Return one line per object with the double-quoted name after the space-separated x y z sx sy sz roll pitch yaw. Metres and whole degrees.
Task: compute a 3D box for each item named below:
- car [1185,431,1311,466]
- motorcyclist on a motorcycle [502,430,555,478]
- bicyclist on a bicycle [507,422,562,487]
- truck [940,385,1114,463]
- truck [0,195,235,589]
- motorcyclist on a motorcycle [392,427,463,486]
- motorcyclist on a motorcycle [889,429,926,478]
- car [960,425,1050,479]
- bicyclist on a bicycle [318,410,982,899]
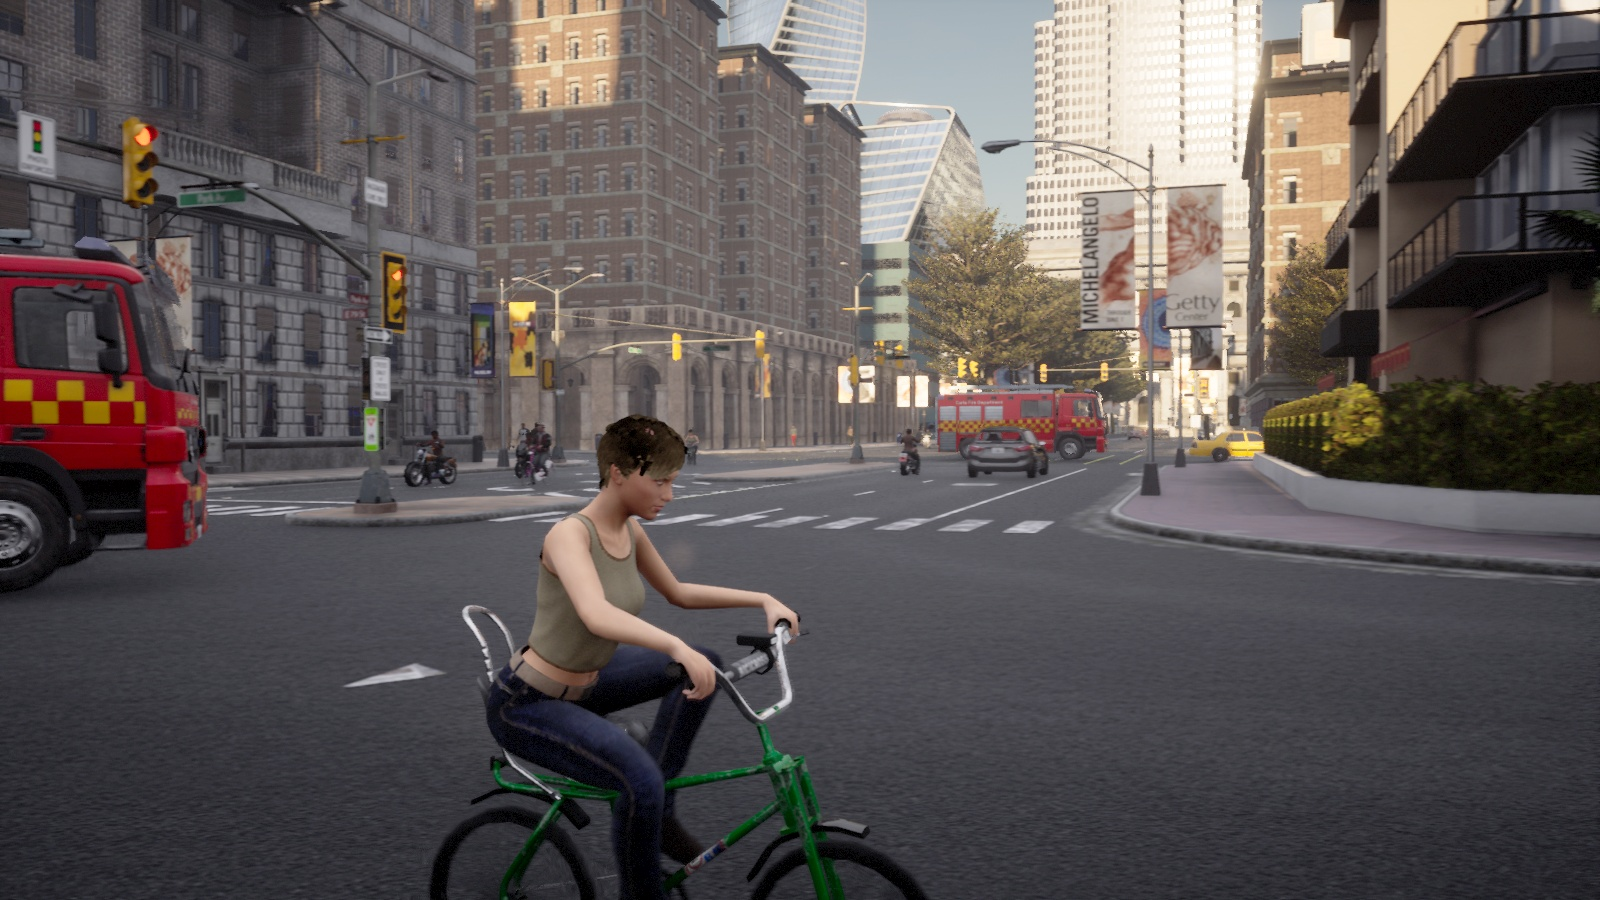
20.593 -0.084 57.913 5.366 1.575 1.801 1 1 18 "car"
-8.981 0.109 41.596 0.797 1.523 2.044 1 1 18 "motorcyclist on a motorcycle"
-7.413 0.107 35.129 0.659 1.776 1.843 1 1 18 "bicyclist on a bicycle"
11.650 -1.326 64.442 8.468 3.827 2.891 1 1 18 "truck"
-10.466 -0.581 12.731 8.468 3.827 2.891 0 1 -21 "truck"
-10.724 0.156 36.268 0.766 1.649 2.350 1 1 18 "motorcyclist on a motorcycle"
3.745 0.094 43.511 0.766 1.649 2.350 1 1 18 "motorcyclist on a motorcycle"
6.904 0.026 41.915 2.242 1.667 4.611 1 1 18 "car"
-0.354 0.709 3.316 1.509 1.612 0.866 1 1 19 "bicyclist on a bicycle"
